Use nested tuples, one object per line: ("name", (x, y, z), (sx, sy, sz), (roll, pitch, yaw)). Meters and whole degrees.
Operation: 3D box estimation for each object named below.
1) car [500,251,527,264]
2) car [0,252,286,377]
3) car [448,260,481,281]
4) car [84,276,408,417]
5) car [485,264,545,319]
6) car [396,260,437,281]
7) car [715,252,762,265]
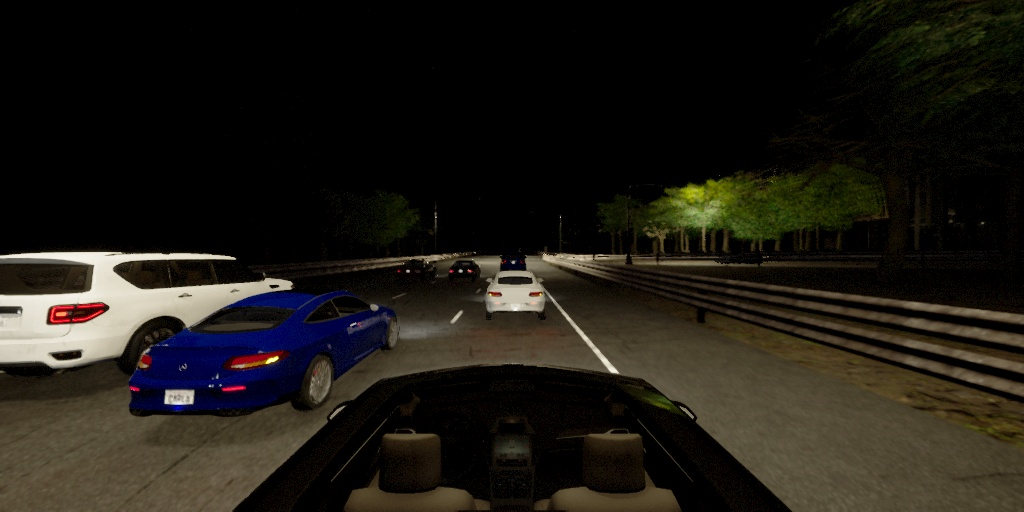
("car", (0.105, 0.604, 31.632), (2.150, 2.045, 5.566), (0, 1, 0))
("car", (-6.899, 0.947, 7.484), (2.150, 2.045, 5.566), (0, 0, 0))
("car", (-3.395, 1.013, 26.241), (2.033, 1.411, 5.357), (0, 1, 0))
("car", (-3.385, 1.261, 5.957), (1.812, 1.442, 4.674), (0, 0, 0))
("car", (0.100, 1.201, 12.331), (1.812, 1.442, 4.674), (0, 1, 0))
("car", (-6.895, 1.013, 26.288), (2.033, 1.411, 5.357), (0, 1, 0))
("car", (25.430, 0.295, 40.248), (1.812, 1.442, 4.674), (0, 0, -38))
